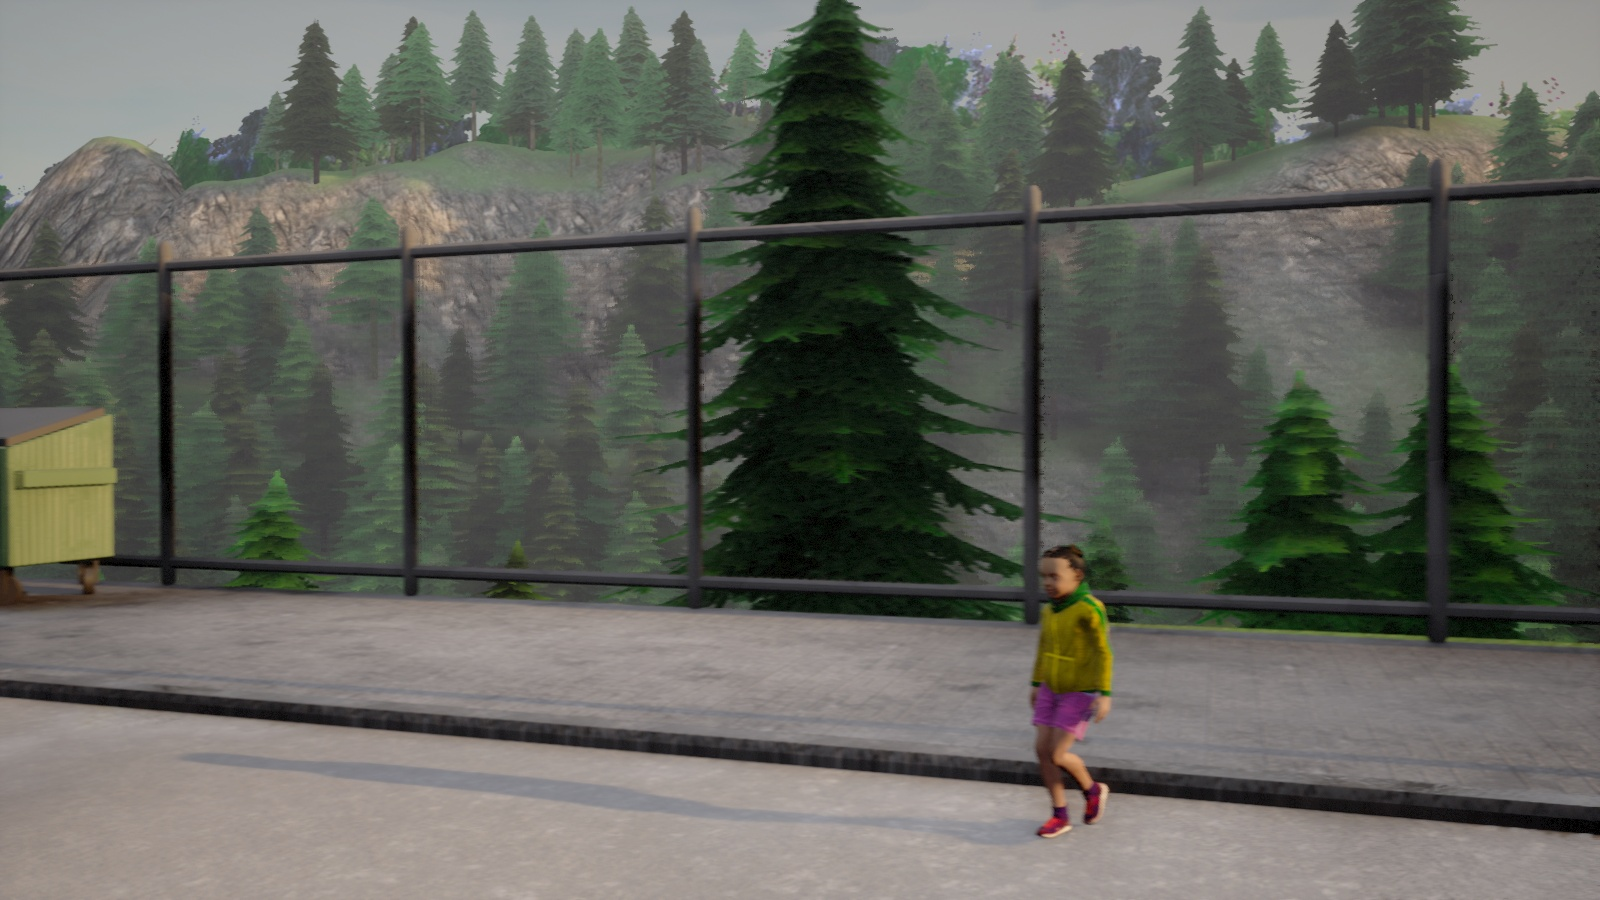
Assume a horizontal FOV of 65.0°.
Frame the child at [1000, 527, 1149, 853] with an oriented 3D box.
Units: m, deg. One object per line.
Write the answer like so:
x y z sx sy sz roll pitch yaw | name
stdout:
1.056 0.895 4.840 0.473 1.160 0.299 0 1 -29 | child
